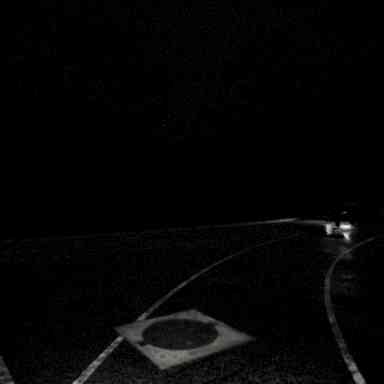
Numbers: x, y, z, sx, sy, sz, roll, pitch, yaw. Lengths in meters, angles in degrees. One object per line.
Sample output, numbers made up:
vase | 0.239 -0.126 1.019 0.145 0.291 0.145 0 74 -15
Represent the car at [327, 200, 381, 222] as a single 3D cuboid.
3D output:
car | 12.220 1.342 24.973 4.674 1.442 1.812 -2 1 -28
